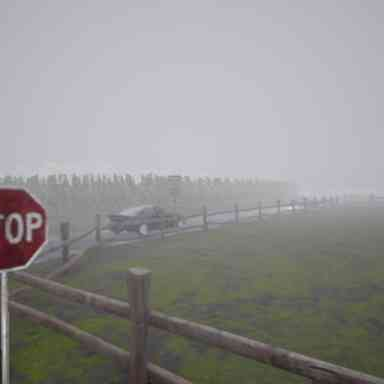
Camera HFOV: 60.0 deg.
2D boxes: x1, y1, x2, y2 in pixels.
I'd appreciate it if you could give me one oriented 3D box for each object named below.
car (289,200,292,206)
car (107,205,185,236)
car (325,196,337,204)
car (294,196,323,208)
[{"bbox_3d":[15.750,1.348,48.590,1.895,1.301,4.718,-2,-1,35],"label":"car"},{"bbox_3d":[-2.363,1.460,18.315,1.882,1.535,5.008,-2,-1,35],"label":"car"},{"bbox_3d":[20.920,1.227,51.128,1.895,1.301,4.718,-2,-1,35],"label":"car"},{"bbox_3d":[14.990,1.207,42.688,2.128,1.511,4.902,-2,-1,36],"label":"car"}]
